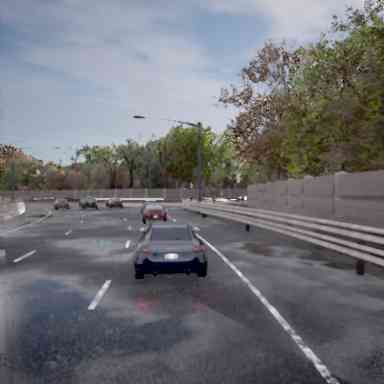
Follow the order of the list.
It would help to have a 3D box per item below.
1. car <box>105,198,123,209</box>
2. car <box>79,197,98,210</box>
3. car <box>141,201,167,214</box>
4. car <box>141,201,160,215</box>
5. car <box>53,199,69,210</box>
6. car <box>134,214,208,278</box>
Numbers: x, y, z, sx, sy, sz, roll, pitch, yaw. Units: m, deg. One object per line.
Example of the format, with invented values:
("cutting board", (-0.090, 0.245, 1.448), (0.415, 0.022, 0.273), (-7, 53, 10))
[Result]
("car", (-11.482, 1.699, 48.776), (1.837, 1.490, 4.892), (0, 0, -26))
("car", (-15.023, 1.557, 48.000), (2.097, 1.767, 4.553), (0, 0, -26))
("car", (-3.021, 1.619, 26.421), (1.812, 1.442, 4.674), (0, 0, -9))
("car", (-4.559, 1.695, 36.531), (1.994, 1.385, 4.181), (0, 0, -7))
("car", (-18.982, 1.711, 48.135), (2.128, 1.511, 4.902), (0, 0, -27))
("car", (-0.699, 1.600, 10.386), (1.994, 1.385, 4.181), (0, 0, -5))
